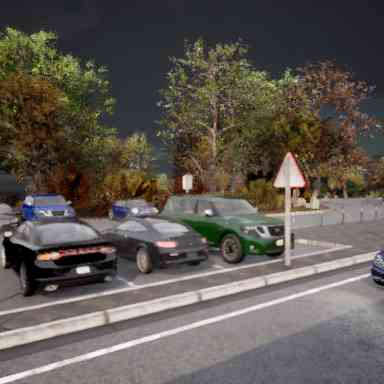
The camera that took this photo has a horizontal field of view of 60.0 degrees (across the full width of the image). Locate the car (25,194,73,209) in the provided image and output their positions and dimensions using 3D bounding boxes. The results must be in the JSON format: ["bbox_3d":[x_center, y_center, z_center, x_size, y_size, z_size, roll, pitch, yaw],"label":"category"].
[{"bbox_3d":[-8.882,1.149,20.369,2.435,2.045,5.566,0,0,-36],"label":"car"}]

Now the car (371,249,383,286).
[{"bbox_3d":[6.268,1.497,8.131,4.674,1.442,1.812,0,0,-35],"label":"car"}]

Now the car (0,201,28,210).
[{"bbox_3d":[-11.087,1.414,18.811,2.231,1.521,4.892,0,0,-36],"label":"car"}]

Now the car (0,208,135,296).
[{"bbox_3d":[-3.628,1.414,8.675,2.097,1.535,5.008,0,0,-36],"label":"car"}]

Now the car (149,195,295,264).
[{"bbox_3d":[0.960,1.134,11.975,2.435,2.045,5.566,0,0,-36],"label":"car"}]

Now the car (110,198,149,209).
[{"bbox_3d":[-4.183,1.238,23.735,2.185,1.767,4.553,1,0,-36],"label":"car"}]

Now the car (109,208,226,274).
[{"bbox_3d":[-1.341,1.440,10.338,2.002,1.452,4.674,0,0,-36],"label":"car"}]
